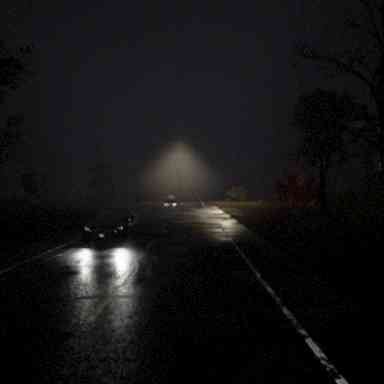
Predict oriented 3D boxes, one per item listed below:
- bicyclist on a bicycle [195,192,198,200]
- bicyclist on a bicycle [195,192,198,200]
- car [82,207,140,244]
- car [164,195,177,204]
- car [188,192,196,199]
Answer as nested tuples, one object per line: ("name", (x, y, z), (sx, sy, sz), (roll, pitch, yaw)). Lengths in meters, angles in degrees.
("bicyclist on a bicycle", (0.982, 0.878, 76.977), (0.659, 1.776, 1.843), (0, 1, 0))
("bicyclist on a bicycle", (0.980, 1.027, 68.404), (0.582, 1.620, 1.656), (0, 0, 0))
("car", (-3.595, 1.445, 15.538), (1.812, 1.442, 4.674), (0, 0, 0))
("car", (-3.543, 1.211, 55.987), (2.033, 1.411, 5.357), (0, 0, 1))
("car", (0.018, 0.955, 83.862), (1.994, 1.385, 4.181), (0, 0, 0))
